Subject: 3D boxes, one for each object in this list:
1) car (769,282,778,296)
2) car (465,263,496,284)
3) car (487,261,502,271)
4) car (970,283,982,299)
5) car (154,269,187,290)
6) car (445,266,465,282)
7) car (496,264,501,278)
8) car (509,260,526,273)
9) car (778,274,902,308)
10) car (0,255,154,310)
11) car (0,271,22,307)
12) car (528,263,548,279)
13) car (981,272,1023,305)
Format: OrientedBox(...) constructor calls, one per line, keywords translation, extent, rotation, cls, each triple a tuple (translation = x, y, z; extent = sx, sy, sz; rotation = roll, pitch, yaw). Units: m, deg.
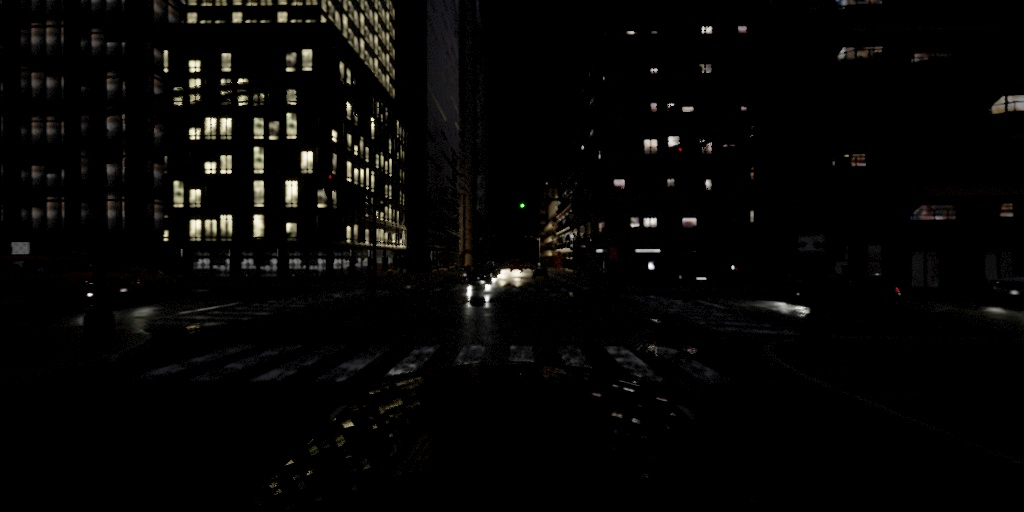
OrientedBox(translation=(16.497, 1.621, 19.531), extent=(4.403, 1.370, 2.007), rotation=(0, 0, 1), cls="car")
OrientedBox(translation=(-2.764, 1.652, 32.392), extent=(1.837, 1.490, 4.892), rotation=(0, -1, 1), cls="car")
OrientedBox(translation=(-2.528, 1.899, 52.283), extent=(2.128, 1.511, 4.902), rotation=(0, -1, 1), cls="car")
OrientedBox(translation=(27.560, 1.709, 19.248), extent=(4.507, 1.381, 1.888), rotation=(0, 0, 1), cls="car")
OrientedBox(translation=(-21.470, 1.268, 20.466), extent=(4.829, 1.417, 1.751), rotation=(0, 0, 1), cls="car")
OrientedBox(translation=(-5.334, 1.700, 34.426), extent=(1.751, 1.417, 4.829), rotation=(0, 0, 1), cls="car")
OrientedBox(translation=(-2.645, 1.840, 42.293), extent=(1.994, 1.385, 4.181), rotation=(0, -1, 1), cls="car")
OrientedBox(translation=(0.760, 1.747, 61.229), extent=(2.150, 2.045, 5.566), rotation=(0, -1, 1), cls="car")
OrientedBox(translation=(15.564, 1.636, 16.963), extent=(4.181, 1.385, 1.994), rotation=(0, 0, 2), cls="car")
OrientedBox(translation=(-18.525, 1.009, 14.631), extent=(5.566, 2.045, 2.150), rotation=(1, 0, 1), cls="car")
OrientedBox(translation=(-20.185, 1.333, 12.116), extent=(4.403, 1.370, 2.007), rotation=(0, 0, 1), cls="car")
OrientedBox(translation=(3.112, 1.802, 40.155), extent=(2.007, 1.370, 4.403), rotation=(0, 0, 1), cls="car")
OrientedBox(translation=(26.268, 1.384, 16.688), extent=(5.566, 2.045, 2.150), rotation=(0, 0, 2), cls="car")
